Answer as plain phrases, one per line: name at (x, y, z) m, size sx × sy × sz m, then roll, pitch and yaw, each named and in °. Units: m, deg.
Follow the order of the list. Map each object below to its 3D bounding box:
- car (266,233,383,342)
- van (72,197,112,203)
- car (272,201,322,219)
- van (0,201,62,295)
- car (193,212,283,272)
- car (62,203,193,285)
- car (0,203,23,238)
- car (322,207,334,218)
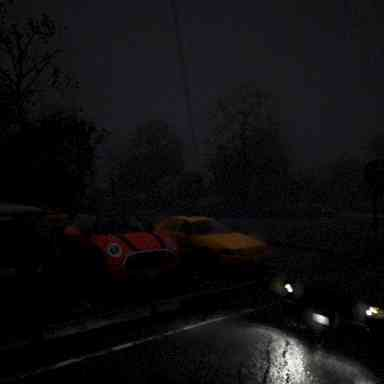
car at (4.134, 1.576, 6.638) m, size 5.357 × 1.411 × 2.033 m, roll 1°, pitch 0°, yaw -36°
van at (-6.460, 1.282, 21.637) m, size 1.878 × 1.987 × 4.442 m, roll 1°, pitch 0°, yaw -36°
car at (10.340, 1.914, 33.882) m, size 2.002 × 1.452 × 4.674 m, roll 2°, pitch -1°, yaw -36°
van at (-4.764, 1.245, 8.014) m, size 1.878 × 1.987 × 4.442 m, roll 0°, pitch 0°, yaw -36°
car at (0.238, 1.499, 11.257) m, size 1.946 × 1.575 × 5.366 m, roll 1°, pitch 0°, yaw -36°
car at (-2.253, 1.355, 9.724) m, size 2.185 × 1.767 × 4.553 m, roll 1°, pitch 0°, yaw -36°
car at (-11.060, 1.471, 18.686) m, size 1.946 × 1.575 × 5.366 m, roll 0°, pitch 0°, yaw -36°
car at (12.886, 1.824, 35.777) m, size 2.185 × 1.767 × 4.553 m, roll 2°, pitch -1°, yaw -36°
